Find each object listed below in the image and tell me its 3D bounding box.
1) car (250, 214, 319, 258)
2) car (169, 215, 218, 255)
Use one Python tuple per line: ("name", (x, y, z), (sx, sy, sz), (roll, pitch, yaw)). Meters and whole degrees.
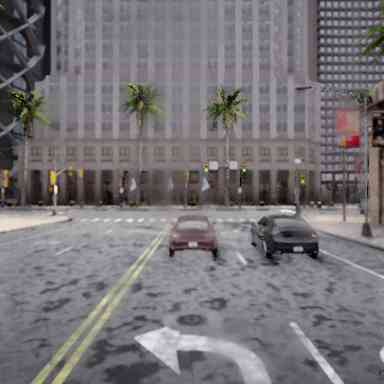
("car", (3.550, 1.656, 13.453), (1.837, 1.490, 4.892), (0, 0, 1))
("car", (0.054, 1.679, 13.853), (1.812, 1.442, 4.674), (0, 0, 1))
